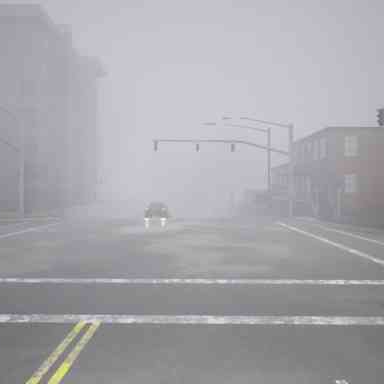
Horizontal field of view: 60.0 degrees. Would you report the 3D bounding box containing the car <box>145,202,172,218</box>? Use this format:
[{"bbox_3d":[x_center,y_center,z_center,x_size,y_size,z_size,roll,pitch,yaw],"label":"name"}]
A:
[{"bbox_3d":[-3.587,1.838,34.348,2.097,1.767,4.553,0,-4,0],"label":"car"}]
